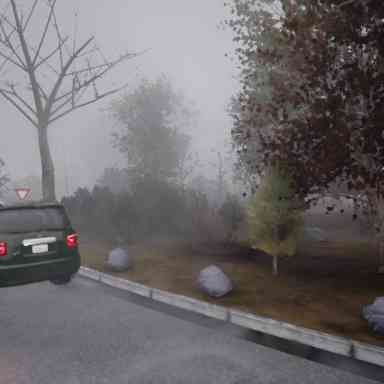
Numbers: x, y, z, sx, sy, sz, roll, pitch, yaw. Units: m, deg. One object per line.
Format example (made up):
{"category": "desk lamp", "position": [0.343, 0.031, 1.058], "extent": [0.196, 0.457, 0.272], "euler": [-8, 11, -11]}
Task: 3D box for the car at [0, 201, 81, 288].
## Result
{"category": "car", "position": [-4.942, 1.254, 8.499], "extent": [5.566, 2.045, 2.150], "euler": [-1, 0, 44]}
